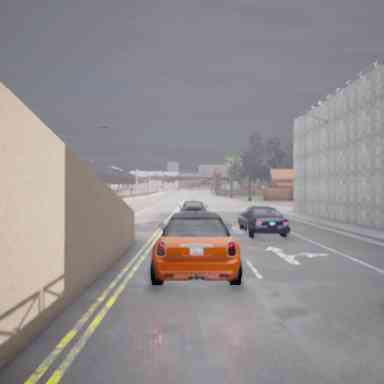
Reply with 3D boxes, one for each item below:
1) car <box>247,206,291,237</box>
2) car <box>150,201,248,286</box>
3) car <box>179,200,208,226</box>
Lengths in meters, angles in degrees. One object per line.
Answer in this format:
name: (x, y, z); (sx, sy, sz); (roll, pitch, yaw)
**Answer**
car: (3.599, 1.460, 17.419); (2.033, 1.411, 5.357); (0, 0, 0)
car: (0.098, 1.305, 9.391); (2.097, 1.767, 4.553); (0, 0, 0)
car: (0.095, 1.388, 23.897); (1.837, 1.490, 4.892); (0, 1, 0)
